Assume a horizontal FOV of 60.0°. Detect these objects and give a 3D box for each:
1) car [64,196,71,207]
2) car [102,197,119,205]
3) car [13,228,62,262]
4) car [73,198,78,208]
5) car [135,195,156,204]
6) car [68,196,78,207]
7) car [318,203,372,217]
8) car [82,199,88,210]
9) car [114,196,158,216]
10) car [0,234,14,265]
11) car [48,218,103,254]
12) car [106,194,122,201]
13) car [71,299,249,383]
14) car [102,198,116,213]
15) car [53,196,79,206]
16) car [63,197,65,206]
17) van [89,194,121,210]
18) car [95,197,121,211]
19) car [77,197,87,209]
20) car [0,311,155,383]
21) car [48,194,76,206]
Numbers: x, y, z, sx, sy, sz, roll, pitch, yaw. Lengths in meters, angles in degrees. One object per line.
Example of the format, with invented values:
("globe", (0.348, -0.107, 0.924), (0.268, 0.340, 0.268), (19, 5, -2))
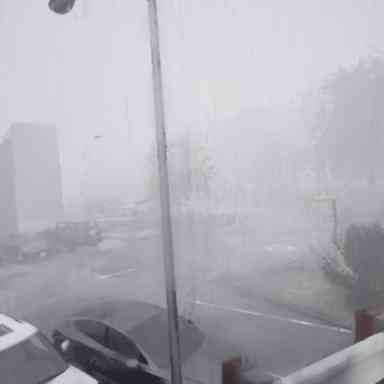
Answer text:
("car", (-22.021, 1.983, 65.827), (2.185, 1.767, 4.553), (-2, 4, 36))
("car", (-16.554, 1.739, 67.248), (1.812, 1.442, 4.674), (-5, 3, -34))
("car", (-10.881, 3.408, 21.199), (4.792, 1.488, 2.163), (-3, 2, 34))
("car", (-18.669, 2.158, 60.839), (2.002, 1.452, 4.674), (-2, 3, 36))
("car", (-8.884, 1.421, 63.127), (1.882, 1.535, 5.008), (-5, 3, -34))
("car", (-20.339, 1.986, 63.341), (2.185, 1.767, 4.553), (-2, 4, 36))
("car", (13.372, 1.630, 29.825), (1.895, 1.301, 4.718), (-5, 2, -29))
("car", (-15.290, 2.126, 55.866), (2.097, 1.535, 5.008), (-2, 4, 36))
("car", (-6.865, 1.900, 43.411), (2.435, 2.045, 5.566), (-2, 4, 36))
("car", (-13.299, 3.353, 19.458), (5.566, 2.045, 2.435), (-3, 2, 34))
("car", (-8.559, 2.908, 22.917), (5.566, 2.045, 2.435), (-3, 3, 35))
("car", (-17.851, 1.231, 76.177), (1.882, 1.535, 5.008), (-5, 3, -34))
("car", (-1.088, 3.415, 7.367), (4.792, 1.488, 2.163), (-1, 4, 34))
("car", (-10.121, 2.121, 48.565), (1.946, 1.575, 5.366), (-2, 3, 36))
("car", (-28.658, 2.088, 75.914), (1.946, 1.575, 5.366), (-2, 3, 36))
("car", (-23.705, 2.136, 68.327), (2.163, 1.488, 4.792), (-2, 3, 36))
("van", (-13.691, 1.916, 53.271), (1.878, 1.987, 4.442), (-2, 4, 36))
("car", (-11.923, 2.176, 50.897), (2.002, 1.452, 4.674), (-2, 3, 36))
("car", (-17.019, 2.000, 58.323), (2.185, 1.767, 4.553), (-2, 3, 36))
("car", (-3.551, 3.364, 5.592), (5.566, 2.045, 2.435), (-1, 4, 34))
("car", (-30.465, 1.856, 78.262), (2.435, 2.045, 5.566), (-3, 3, 36))
